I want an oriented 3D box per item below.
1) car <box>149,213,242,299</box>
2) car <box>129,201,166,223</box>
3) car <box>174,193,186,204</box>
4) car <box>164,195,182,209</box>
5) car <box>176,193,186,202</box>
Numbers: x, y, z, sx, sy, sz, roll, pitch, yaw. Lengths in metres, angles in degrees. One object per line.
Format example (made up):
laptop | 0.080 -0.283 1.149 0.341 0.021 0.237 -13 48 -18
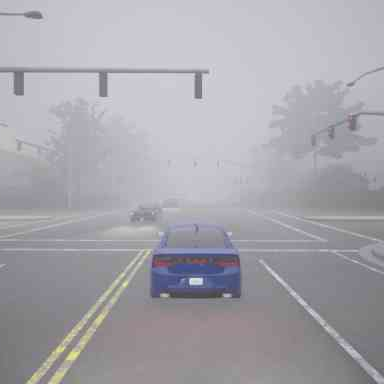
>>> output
car | 0.086 1.478 8.537 1.882 1.535 5.008 0 0 0
car | -3.378 1.601 25.193 1.895 1.301 4.718 0 0 2
car | -2.636 1.223 63.794 2.150 2.045 5.566 0 0 1
car | -2.918 1.564 46.237 1.994 1.385 4.181 0 0 3
car | -2.478 1.225 75.966 2.150 2.045 5.566 0 0 0
